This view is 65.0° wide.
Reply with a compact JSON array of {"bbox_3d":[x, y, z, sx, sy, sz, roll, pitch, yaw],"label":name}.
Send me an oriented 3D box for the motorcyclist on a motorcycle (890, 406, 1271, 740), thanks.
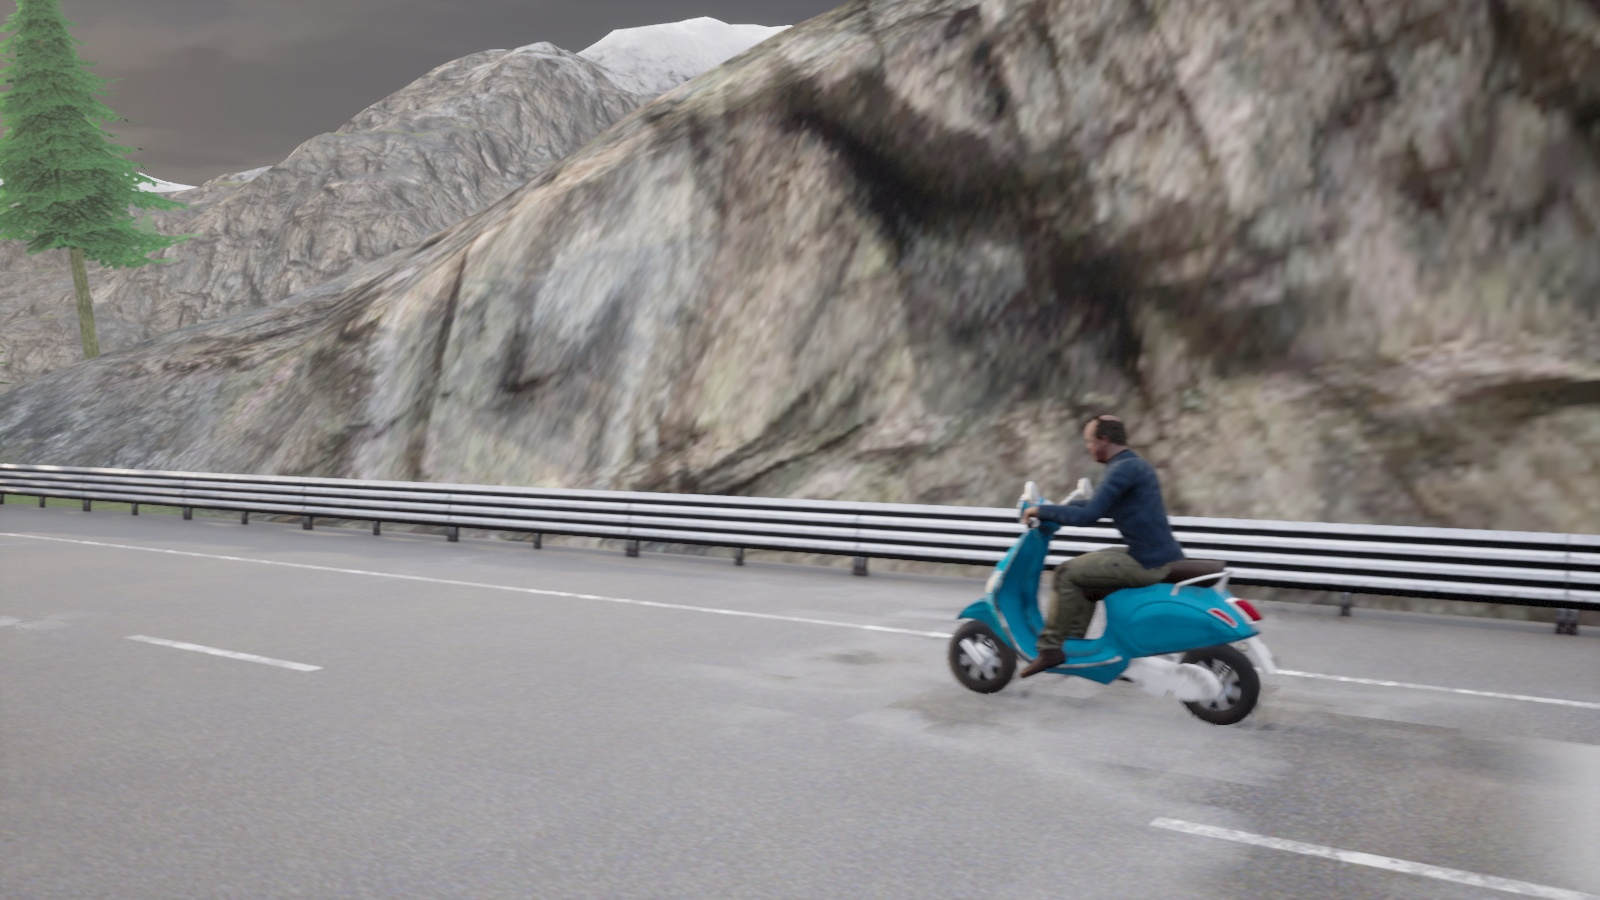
[{"bbox_3d":[1.505,0.578,6.824,1.817,1.590,0.866,0,1,34],"label":"motorcyclist on a motorcycle"}]
